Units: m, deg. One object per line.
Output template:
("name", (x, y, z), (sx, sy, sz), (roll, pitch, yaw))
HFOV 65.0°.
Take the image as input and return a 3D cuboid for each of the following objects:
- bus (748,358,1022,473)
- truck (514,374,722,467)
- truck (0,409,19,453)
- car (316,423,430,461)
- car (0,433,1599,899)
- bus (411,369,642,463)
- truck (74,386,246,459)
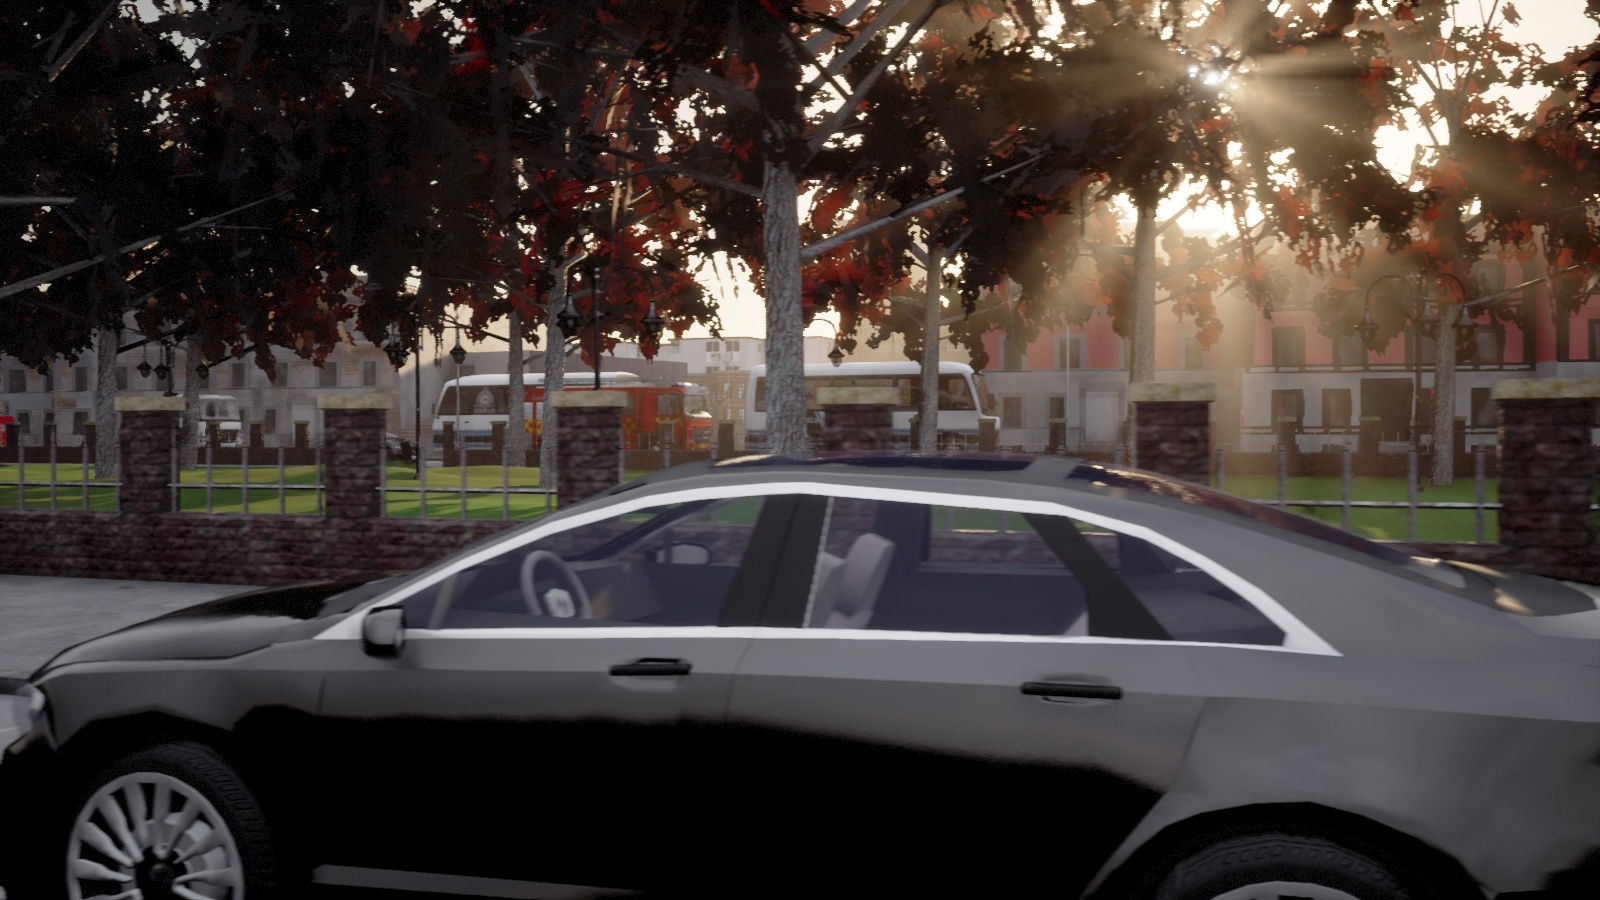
("bus", (3.415, -1.366, 50.368), (10.273, 4.253, 3.944), (1, 1, 19))
("truck", (-7.842, -1.277, 54.186), (8.468, 3.827, 2.891), (1, 1, 19))
("truck", (-47.908, -1.102, 71.947), (5.204, 2.467, 2.627), (1, 1, 19))
("car", (-19.799, -0.396, 58.252), (4.611, 1.667, 2.242), (1, 1, 19))
("car", (-0.095, 0.718, 3.808), (4.902, 1.511, 2.128), (1, 1, 17))
("bus", (-13.095, -1.615, 60.185), (10.273, 4.253, 3.944), (1, 1, 19))
("truck", (-31.718, -1.353, 62.262), (7.936, 3.462, 2.891), (1, 1, 19))
